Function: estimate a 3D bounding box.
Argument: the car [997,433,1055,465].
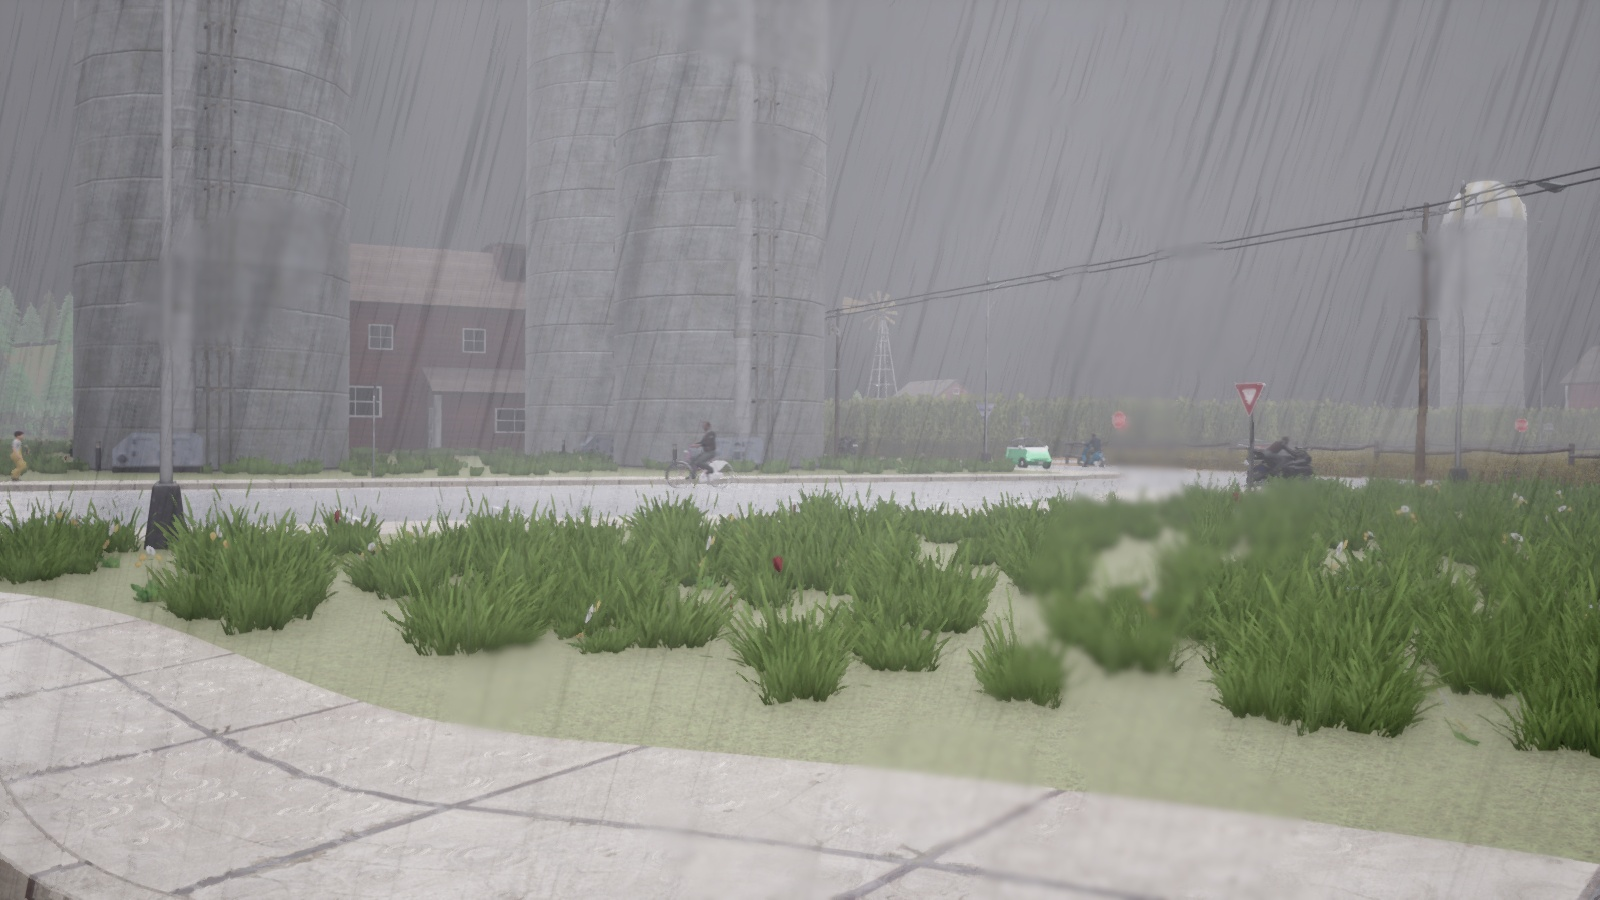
[{"bbox_3d":[9.893,-0.054,54.958,1.481,1.376,2.207,-1,1,-25],"label":"car"}]

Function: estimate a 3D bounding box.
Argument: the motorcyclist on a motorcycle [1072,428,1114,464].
[{"bbox_3d":[13.118,-0.202,56.264,0.866,1.590,1.817,-1,1,-26],"label":"motorcyclist on a motorcycle"}]

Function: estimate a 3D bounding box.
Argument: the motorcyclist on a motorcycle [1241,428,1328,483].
[{"bbox_3d":[13.878,0.151,35.982,2.191,1.530,0.866,-1,2,-12],"label":"motorcyclist on a motorcycle"}]

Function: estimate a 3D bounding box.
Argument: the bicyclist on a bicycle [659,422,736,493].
[{"bbox_3d":[-2.625,0.183,32.295,1.843,1.776,0.659,-1,1,-26],"label":"bicyclist on a bicycle"}]

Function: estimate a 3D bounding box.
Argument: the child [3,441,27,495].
[{"bbox_3d":[-18.707,0.422,29.934,0.437,1.263,0.270,-1,1,-26],"label":"child"}]

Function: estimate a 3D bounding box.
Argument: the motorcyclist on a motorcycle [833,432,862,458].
[{"bbox_3d":[2.912,-0.322,77.595,0.866,1.530,2.191,-1,1,-26],"label":"motorcyclist on a motorcycle"}]
